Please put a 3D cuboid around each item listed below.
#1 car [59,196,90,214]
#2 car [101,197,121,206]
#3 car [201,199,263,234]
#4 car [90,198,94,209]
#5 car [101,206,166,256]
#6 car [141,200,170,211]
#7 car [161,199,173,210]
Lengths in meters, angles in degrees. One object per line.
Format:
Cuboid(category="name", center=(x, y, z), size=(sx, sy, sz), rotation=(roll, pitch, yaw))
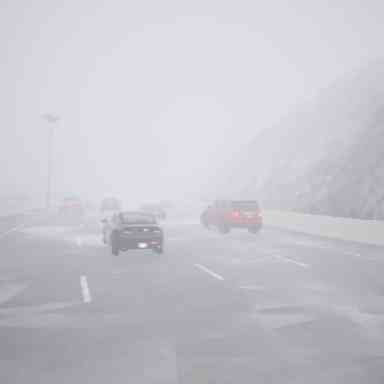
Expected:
Cuboid(category="car", center=(-11.766, 1.229, 33.085), size=(2.097, 1.767, 4.553), rotation=(2, 0, -12))
Cuboid(category="car", center=(-8.974, 1.339, 36.962), size=(2.097, 1.767, 4.553), rotation=(2, 0, -12))
Cuboid(category="car", center=(2.349, 1.435, 20.876), size=(2.150, 2.045, 5.566), rotation=(2, -1, -17))
Cuboid(category="car", center=(-13.821, 1.409, 43.015), size=(1.812, 1.442, 4.674), rotation=(2, 0, -9))
Cuboid(category="car", center=(-2.458, 1.523, 13.384), size=(1.837, 1.490, 4.892), rotation=(2, -1, -20))
Cuboid(category="car", center=(-3.497, 1.659, 28.737), size=(1.994, 1.385, 4.181), rotation=(2, 0, -15))
Cuboid(category="car", center=(-3.712, 1.705, 46.735), size=(2.128, 1.511, 4.902), rotation=(2, 0, -9))
